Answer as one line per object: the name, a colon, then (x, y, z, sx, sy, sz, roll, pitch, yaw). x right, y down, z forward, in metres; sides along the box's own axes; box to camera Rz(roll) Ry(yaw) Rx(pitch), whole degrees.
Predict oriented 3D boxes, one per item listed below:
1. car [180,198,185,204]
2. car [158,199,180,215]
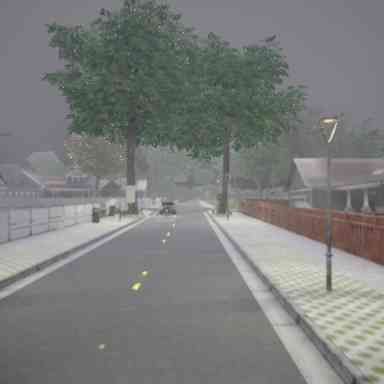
car: (-2.700, 2.420, 89.505, 2.033, 1.411, 5.357, 0, -1, 0)
car: (-2.733, 1.850, 38.473, 1.837, 1.490, 4.892, 0, -1, 0)
